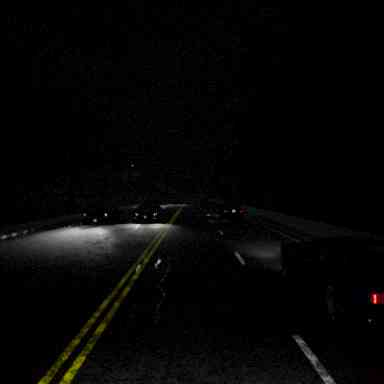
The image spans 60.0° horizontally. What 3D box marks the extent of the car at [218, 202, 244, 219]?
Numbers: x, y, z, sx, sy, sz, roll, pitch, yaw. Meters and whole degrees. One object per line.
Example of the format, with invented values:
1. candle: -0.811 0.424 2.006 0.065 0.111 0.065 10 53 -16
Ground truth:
1. car: 3.358 1.603 29.229 2.033 1.411 5.357 0 0 0

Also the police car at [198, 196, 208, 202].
1. police car: 3.279 1.863 90.564 1.930 1.638 5.238 0 0 0

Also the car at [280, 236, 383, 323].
1. car: 3.336 1.605 7.165 1.895 1.301 4.718 0 0 0

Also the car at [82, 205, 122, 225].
1. car: -6.592 1.641 24.849 1.895 1.301 4.718 0 0 0

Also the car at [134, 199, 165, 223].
1. car: -3.341 1.549 26.070 1.837 1.490 4.892 0 0 0

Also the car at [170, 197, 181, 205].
1. car: -3.237 1.750 67.047 1.837 1.490 4.892 0 0 0
